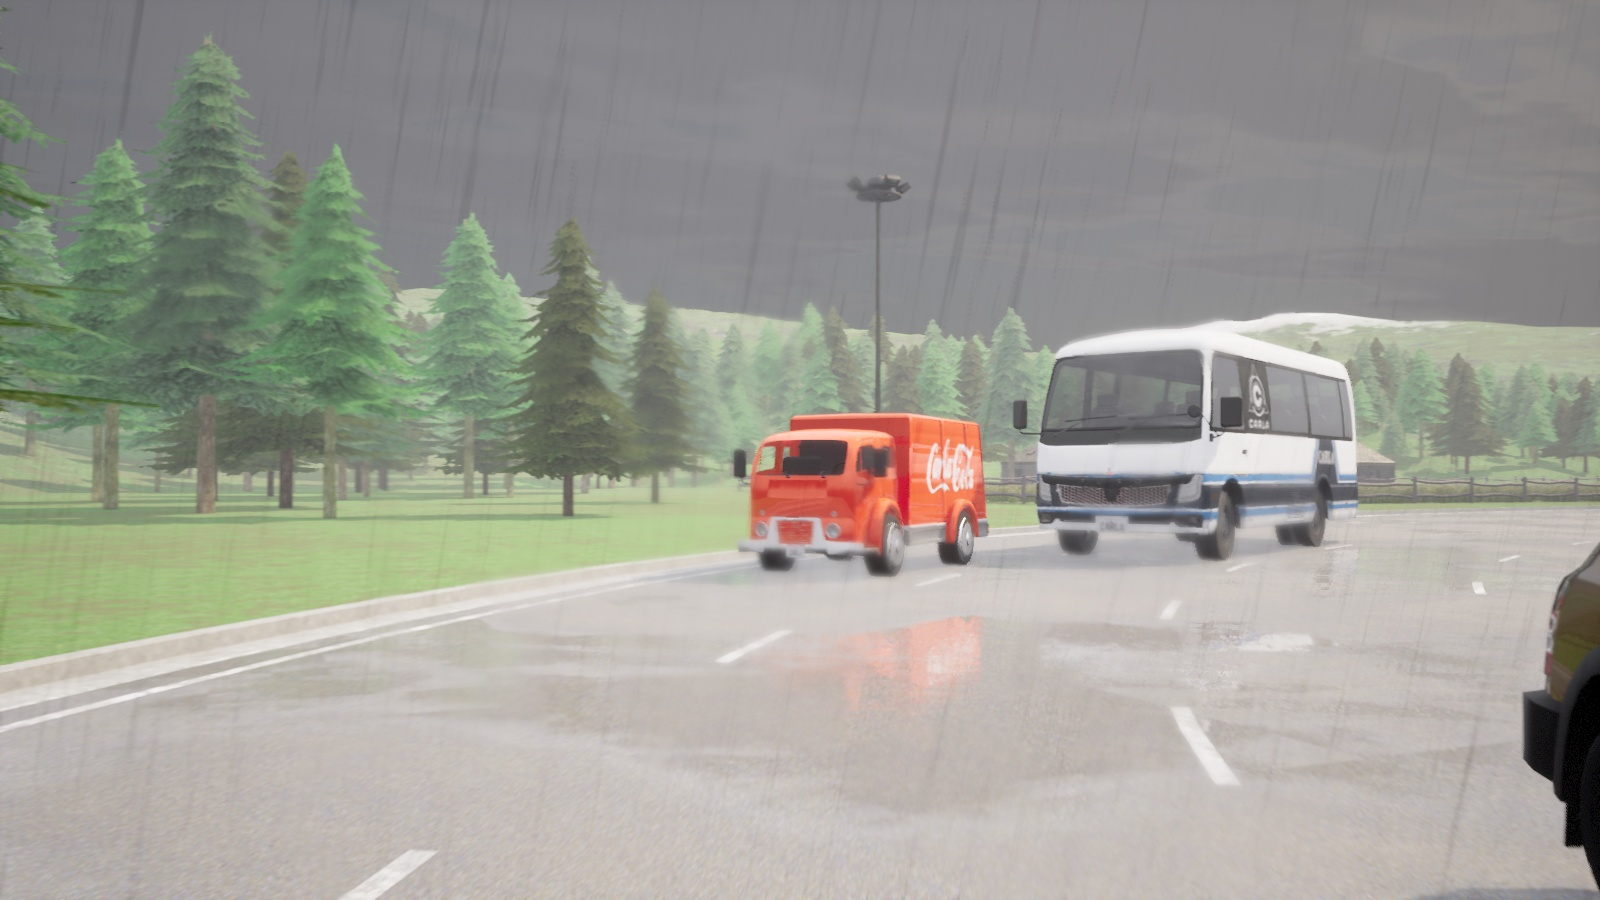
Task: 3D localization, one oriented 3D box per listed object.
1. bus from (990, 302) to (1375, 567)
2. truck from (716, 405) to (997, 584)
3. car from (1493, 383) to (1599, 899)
[{"bbox_3d":[8.166,-0.162,25.403,3.944,4.253,10.273,-1,-2,38],"label":"bus"},{"bbox_3d":[1.104,0.664,20.271,2.627,2.467,5.204,-1,-1,27],"label":"truck"},{"bbox_3d":[3.542,0.665,2.637,1.932,1.855,4.605,-1,-1,5],"label":"car"}]
